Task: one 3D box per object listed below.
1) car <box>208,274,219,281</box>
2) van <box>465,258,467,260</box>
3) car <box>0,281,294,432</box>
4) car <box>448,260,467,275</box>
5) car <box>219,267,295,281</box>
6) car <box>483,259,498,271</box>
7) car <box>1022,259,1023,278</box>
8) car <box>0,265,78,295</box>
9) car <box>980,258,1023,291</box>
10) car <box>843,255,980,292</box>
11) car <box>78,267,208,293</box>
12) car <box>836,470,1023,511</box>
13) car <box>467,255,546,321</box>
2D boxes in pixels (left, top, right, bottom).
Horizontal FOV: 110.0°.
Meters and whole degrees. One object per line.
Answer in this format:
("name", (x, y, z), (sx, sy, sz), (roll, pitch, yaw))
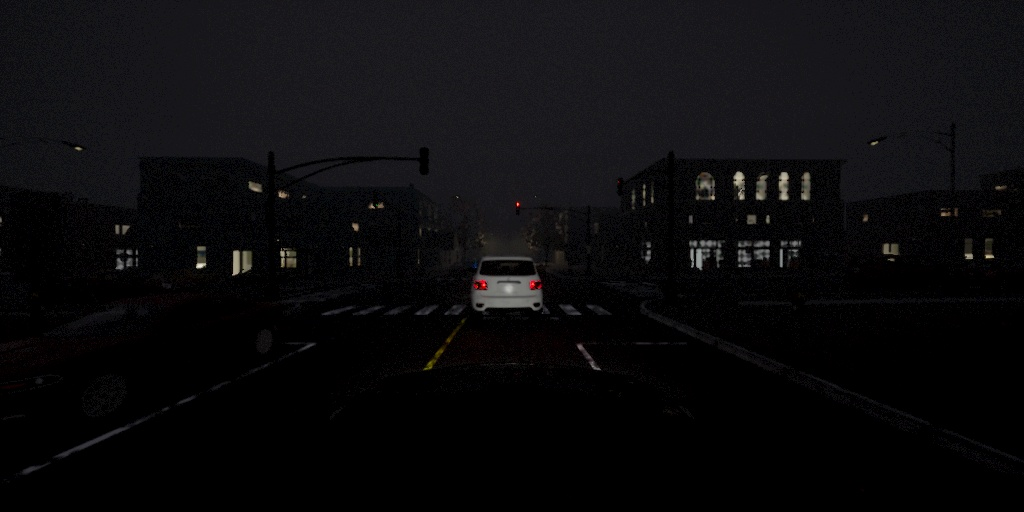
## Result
("car", (-24.004, 1.511, 25.974), (4.829, 1.417, 1.751), (0, 0, -1))
("van", (-5.670, 1.103, 49.351), (1.690, 1.789, 3.998), (0, 0, 0))
("car", (-5.685, 1.296, 5.740), (1.888, 1.381, 4.507), (0, 0, 0))
("car", (-5.674, 1.341, 38.259), (1.802, 1.307, 4.207), (0, 0, 0))
("car", (-18.180, 1.484, 26.076), (4.313, 1.339, 1.948), (0, 0, -1))
("car", (-3.062, 1.240, 52.093), (1.882, 1.535, 5.008), (0, 0, 0))
("car", (38.460, 0.862, 24.458), (4.718, 1.301, 1.895), (-1, 0, -1))
("car", (-23.717, 1.371, 17.630), (5.009, 1.841, 2.192), (0, 0, -1))
("car", (25.495, 0.907, 18.462), (4.097, 1.591, 1.967), (0, 0, -1))
("car", (19.953, 0.849, 18.365), (5.009, 1.841, 2.192), (0, 0, -1))
("car", (-18.064, 1.429, 17.730), (4.097, 1.591, 1.967), (0, 0, -1))
("car", (2.693, 1.315, 0.193), (1.948, 1.339, 4.313), (0, 0, 0))
("car", (-0.356, 0.978, 12.628), (2.150, 2.045, 5.566), (0, 0, -6))
